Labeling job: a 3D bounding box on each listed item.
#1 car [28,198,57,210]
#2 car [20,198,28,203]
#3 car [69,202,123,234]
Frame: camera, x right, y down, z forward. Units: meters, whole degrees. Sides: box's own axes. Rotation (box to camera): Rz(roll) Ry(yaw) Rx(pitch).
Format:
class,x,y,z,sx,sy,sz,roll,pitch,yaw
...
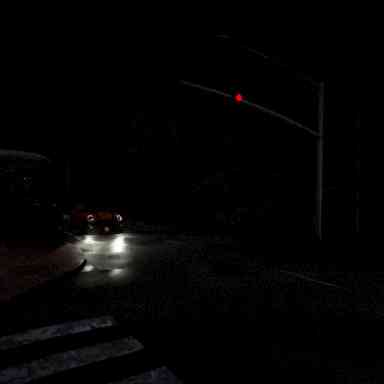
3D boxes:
class,x,y,z,sx,sy,sz,roll,pitch,yaw
car,-15.878,1.422,35.672,2.097,1.767,4.553,2,-1,-32
car,-24.969,1.626,50.234,1.812,1.442,4.674,2,-1,-32
car,-5.672,1.395,19.499,2.097,1.767,4.553,2,-1,-32
